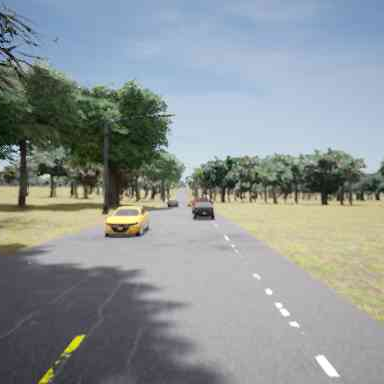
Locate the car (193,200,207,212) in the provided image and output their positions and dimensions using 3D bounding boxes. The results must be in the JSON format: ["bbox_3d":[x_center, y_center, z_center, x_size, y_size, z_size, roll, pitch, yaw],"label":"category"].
[{"bbox_3d":[1.058,1.880,46.953,1.882,1.535,5.008,0,-1,0],"label":"car"}]

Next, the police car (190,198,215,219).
[{"bbox_3d":[1.055,1.623,31.058,1.930,1.638,5.238,0,-1,0],"label":"police car"}]

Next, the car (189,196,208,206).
[{"bbox_3d":[1.057,1.540,40.984,2.150,2.045,5.566,0,-1,0],"label":"car"}]

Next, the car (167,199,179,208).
[{"bbox_3d":[-3.515,2.113,61.596,1.882,1.535,5.008,0,-1,1],"label":"car"}]

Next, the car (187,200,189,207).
[{"bbox_3d":[0.010,2.174,65.422,1.882,1.535,5.008,0,-1,0],"label":"car"}]

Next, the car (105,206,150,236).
[{"bbox_3d":[-3.596,1.571,19.118,1.882,1.535,5.008,0,0,0],"label":"car"}]

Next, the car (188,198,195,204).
[{"bbox_3d":[-0.063,2.389,86.163,1.812,1.442,4.674,0,-1,0],"label":"car"}]
